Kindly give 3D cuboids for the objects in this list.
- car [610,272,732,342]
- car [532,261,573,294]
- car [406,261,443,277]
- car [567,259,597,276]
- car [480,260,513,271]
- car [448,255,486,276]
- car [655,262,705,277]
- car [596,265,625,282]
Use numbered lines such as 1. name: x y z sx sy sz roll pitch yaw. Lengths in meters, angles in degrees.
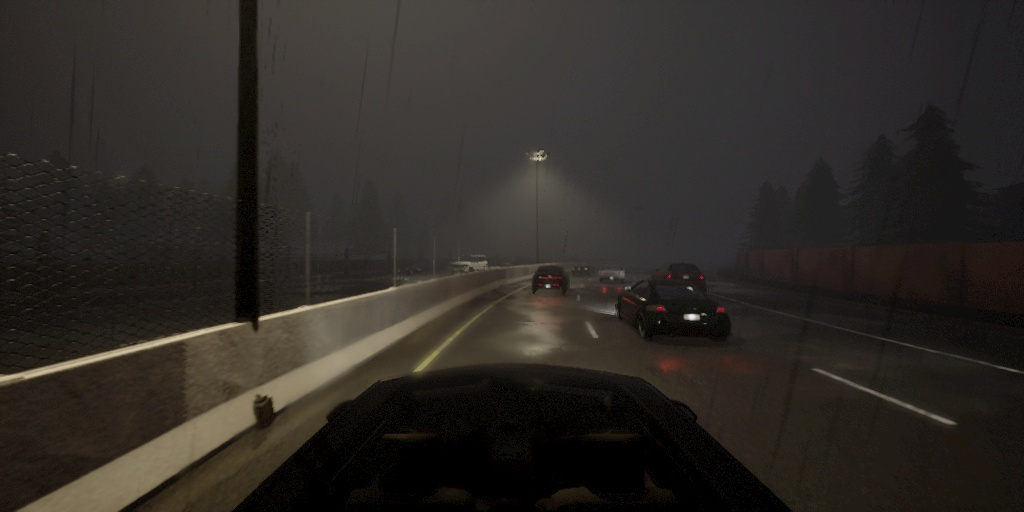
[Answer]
1. car: 4.188 1.328 9.964 1.994 1.385 4.181 0 0 5
2. car: 2.269 1.254 20.300 1.837 1.490 4.892 0 0 11
3. car: -8.432 1.219 35.014 1.812 1.442 4.674 0 0 19
4. car: 7.610 1.310 37.674 2.033 1.411 5.357 0 0 23
5. car: -1.069 1.327 35.087 1.895 1.301 4.718 0 0 20
6. car: -4.344 0.932 36.260 2.150 2.045 5.566 0 0 20
7. car: 9.540 1.133 20.784 2.097 1.767 4.553 0 0 13
8. car: 8.187 1.371 29.153 1.895 1.301 4.718 0 0 18
